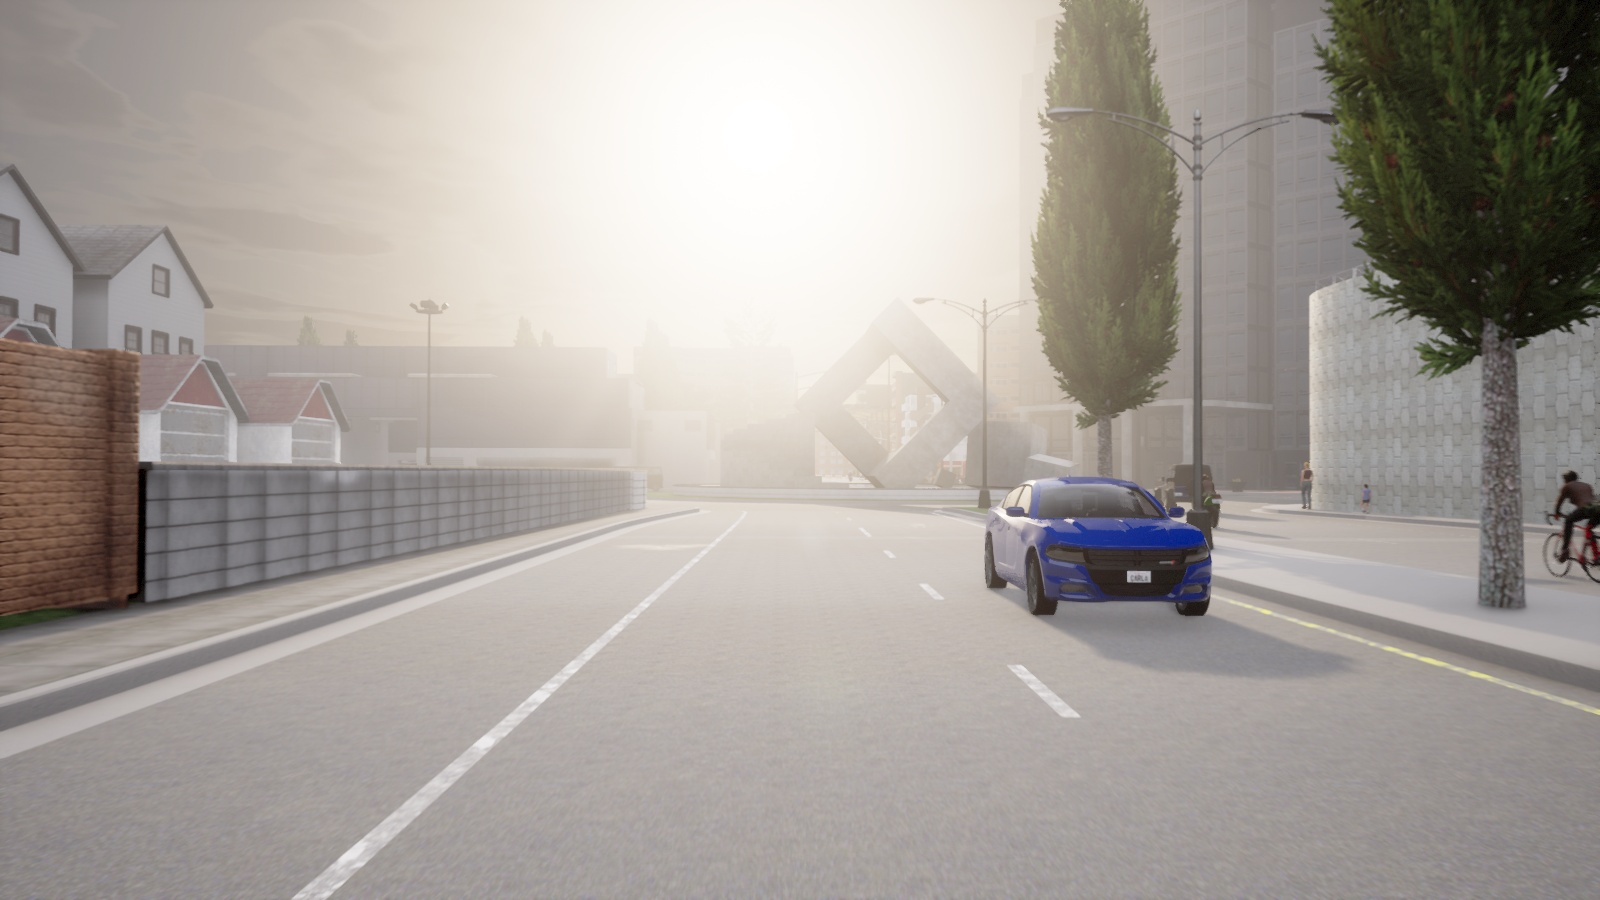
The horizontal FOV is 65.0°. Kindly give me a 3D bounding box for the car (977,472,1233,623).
[{"bbox_3d":[3.462,1.035,15.303,1.882,1.535,5.008,0,-1,0],"label":"car"}]

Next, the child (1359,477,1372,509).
[{"bbox_3d":[19.648,1.502,43.638,0.255,1.110,0.394,0,-1,-4],"label":"child"}]

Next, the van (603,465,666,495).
[{"bbox_3d":[-11.317,2.053,86.048,1.775,1.987,4.442,-1,-1,33],"label":"van"}]

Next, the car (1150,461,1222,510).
[{"bbox_3d":[15.151,1.379,49.503,1.905,1.878,3.866,0,-1,5],"label":"car"}]

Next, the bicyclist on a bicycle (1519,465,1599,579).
[{"bbox_3d":[11.454,1.034,18.647,0.582,1.620,1.656,0,-1,0],"label":"bicyclist on a bicycle"}]

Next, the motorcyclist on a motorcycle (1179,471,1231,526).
[{"bbox_3d":[11.414,1.344,35.437,0.797,1.523,2.044,0,-1,0],"label":"motorcyclist on a motorcycle"}]

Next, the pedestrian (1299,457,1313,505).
[{"bbox_3d":[19.556,1.204,48.524,0.345,1.836,0.594,0,-1,5],"label":"pedestrian"}]
